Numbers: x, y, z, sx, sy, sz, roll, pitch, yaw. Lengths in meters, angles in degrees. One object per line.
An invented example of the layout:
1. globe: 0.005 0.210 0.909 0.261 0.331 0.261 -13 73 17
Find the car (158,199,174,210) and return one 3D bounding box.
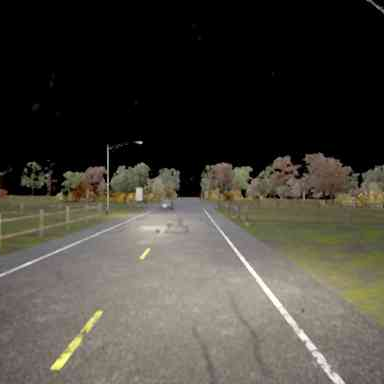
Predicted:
1. car: -3.570 1.741 46.477 2.128 1.511 4.902 0 0 0
